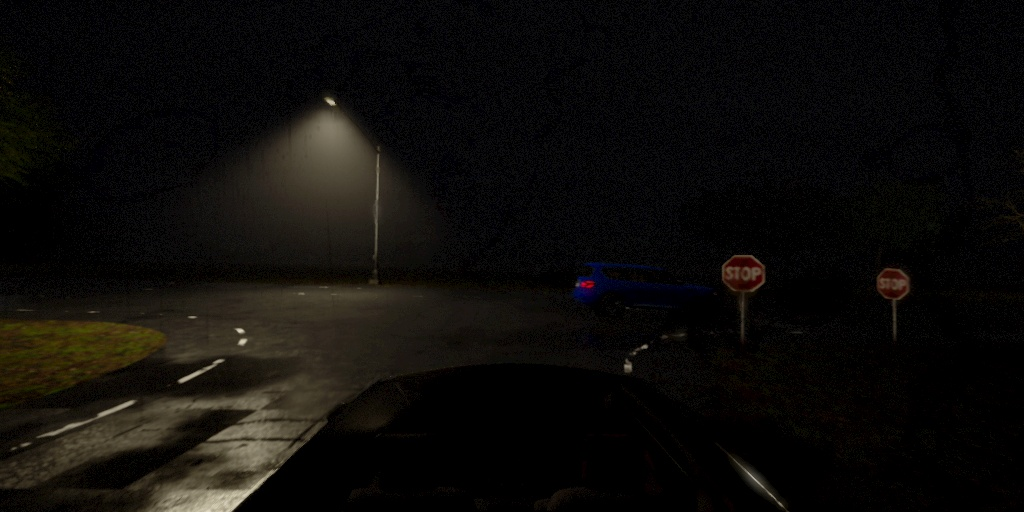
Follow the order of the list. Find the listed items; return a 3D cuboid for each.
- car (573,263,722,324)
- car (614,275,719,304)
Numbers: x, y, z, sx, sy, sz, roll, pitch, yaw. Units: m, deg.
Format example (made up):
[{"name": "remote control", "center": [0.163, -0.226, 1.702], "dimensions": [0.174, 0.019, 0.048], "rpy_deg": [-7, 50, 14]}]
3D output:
[{"name": "car", "center": [5.299, 1.394, 14.377], "dimensions": [5.566, 2.045, 2.150], "rpy_deg": [3, -1, 0]}, {"name": "car", "center": [9.055, 1.948, 21.350], "dimensions": [5.357, 1.411, 2.033], "rpy_deg": [2, 0, 0]}]
